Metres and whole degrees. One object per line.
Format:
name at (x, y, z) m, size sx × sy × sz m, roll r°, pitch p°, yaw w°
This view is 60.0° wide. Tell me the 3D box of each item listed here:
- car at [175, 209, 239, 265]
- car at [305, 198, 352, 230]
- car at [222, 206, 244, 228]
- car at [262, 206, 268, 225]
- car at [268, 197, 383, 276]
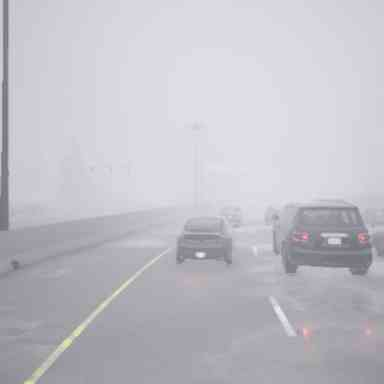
car at (0.639, 1.631, 12.336) m, size 1.837 × 1.490 × 4.892 m, roll 0°, pitch 0°, yaw 9°
car at (9.905, 1.470, 24.693) m, size 2.150 × 2.045 × 5.566 m, roll 0°, pitch 0°, yaw 10°
car at (3.003, 1.805, 25.867) m, size 2.033 × 1.411 × 5.357 m, roll 0°, pitch -1°, yaw 11°
car at (6.631, 1.753, 26.214) m, size 2.128 × 1.511 × 4.902 m, roll 0°, pitch 0°, yaw 11°
car at (3.944, 1.335, 10.957) m, size 2.150 × 2.045 × 5.566 m, roll 0°, pitch 0°, yaw 8°
